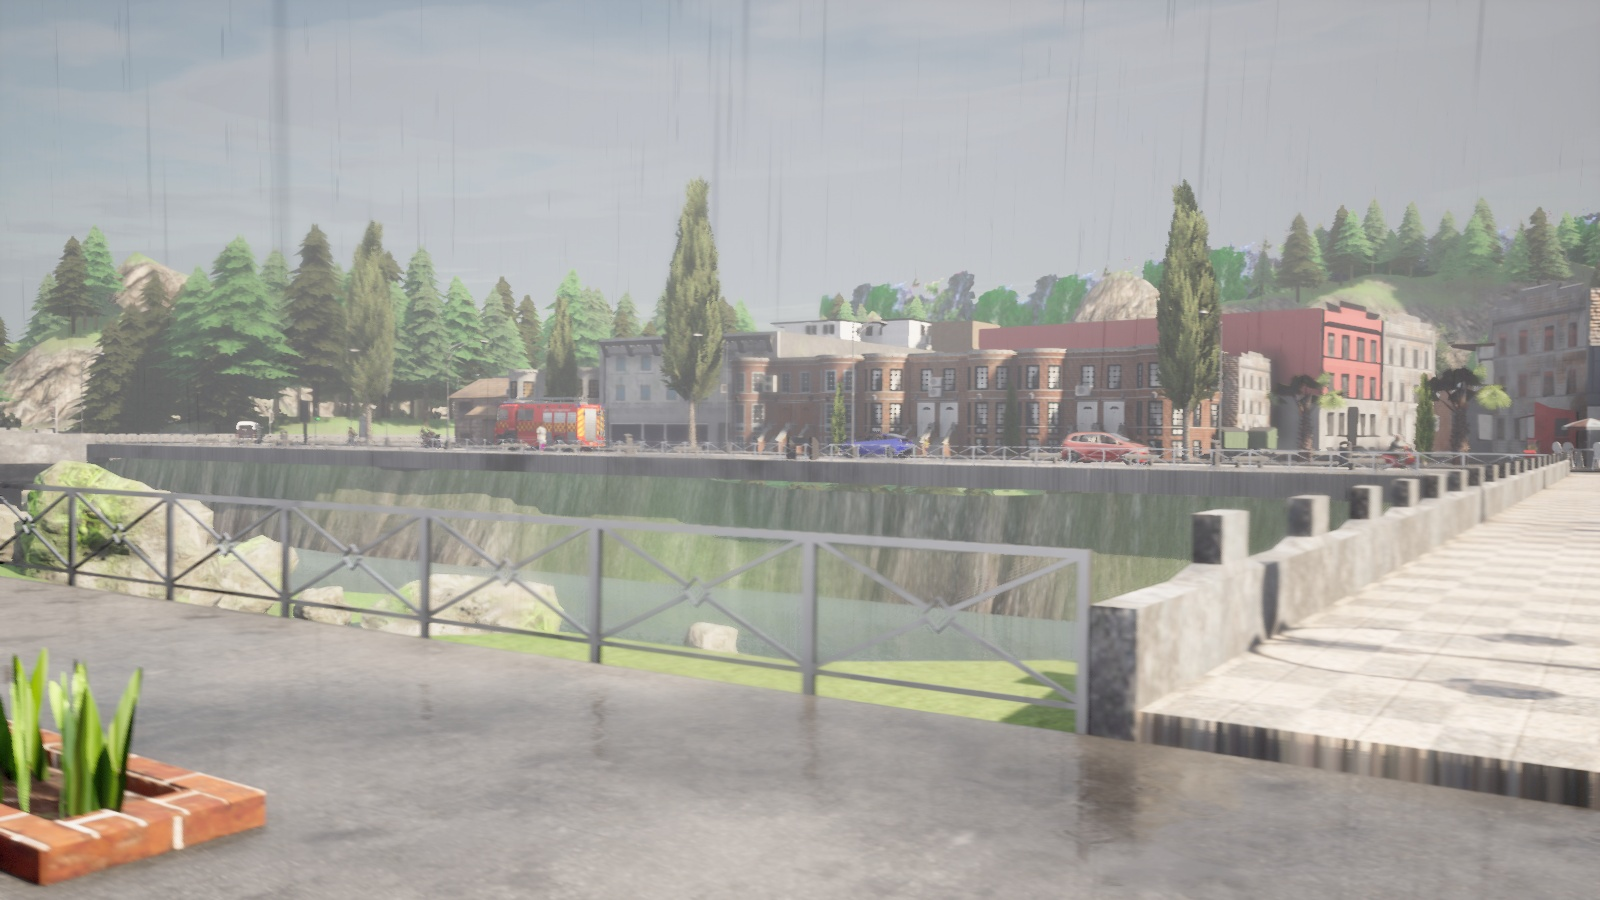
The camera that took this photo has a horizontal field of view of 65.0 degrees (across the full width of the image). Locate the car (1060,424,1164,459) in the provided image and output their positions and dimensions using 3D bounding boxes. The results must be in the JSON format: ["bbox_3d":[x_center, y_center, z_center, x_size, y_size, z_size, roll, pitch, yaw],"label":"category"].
[{"bbox_3d":[15.656,-0.427,63.052,4.611,1.667,2.242,0,1,34],"label":"car"}]

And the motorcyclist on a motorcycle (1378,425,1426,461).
[{"bbox_3d":[26.708,-0.318,55.716,1.817,1.590,0.866,0,1,34],"label":"motorcyclist on a motorcycle"}]

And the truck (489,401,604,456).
[{"bbox_3d":[-18.305,-1.501,90.380,8.468,3.827,2.891,0,1,34],"label":"truck"}]

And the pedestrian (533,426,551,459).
[{"bbox_3d":[-15.571,-0.452,75.827,0.873,1.952,0.659,0,1,38],"label":"pedestrian"}]

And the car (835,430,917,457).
[{"bbox_3d":[4.526,-0.390,75.243,4.514,1.525,2.007,0,1,34],"label":"car"}]
